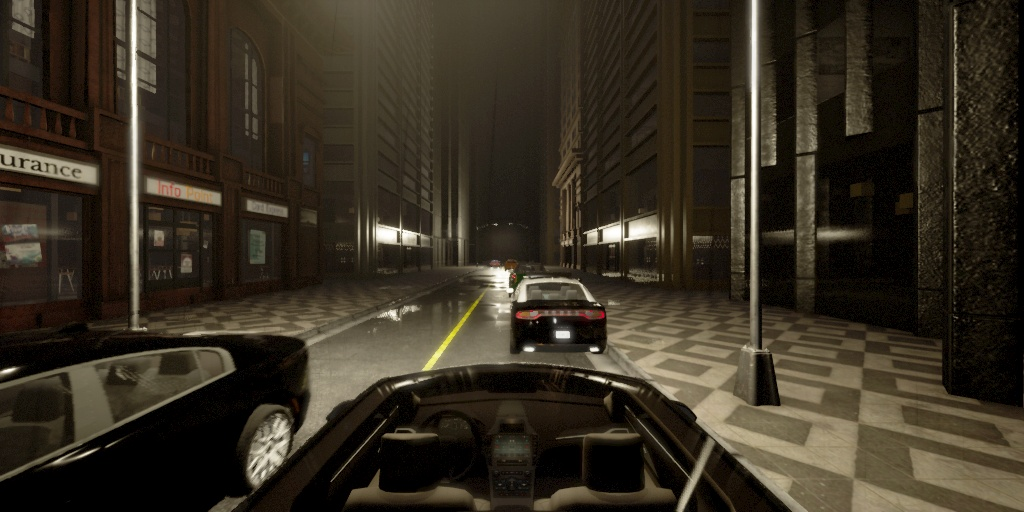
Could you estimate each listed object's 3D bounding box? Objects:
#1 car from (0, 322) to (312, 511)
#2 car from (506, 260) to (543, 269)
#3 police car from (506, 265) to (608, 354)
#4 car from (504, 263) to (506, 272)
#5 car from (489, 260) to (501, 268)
[{"bbox_3d":[-3.000,1.228,1.639,1.882,1.535,5.008,0,0,0],"label":"car"},{"bbox_3d":[0.875,1.111,18.743,2.097,1.767,4.553,0,0,0],"label":"car"},{"bbox_3d":[0.890,1.178,8.882,1.930,1.638,5.238,0,0,0],"label":"police car"},{"bbox_3d":[-0.027,1.281,48.210,1.882,1.535,5.008,0,0,0],"label":"car"},{"bbox_3d":[-3.094,1.414,65.396,1.994,1.385,4.181,0,0,0],"label":"car"}]
